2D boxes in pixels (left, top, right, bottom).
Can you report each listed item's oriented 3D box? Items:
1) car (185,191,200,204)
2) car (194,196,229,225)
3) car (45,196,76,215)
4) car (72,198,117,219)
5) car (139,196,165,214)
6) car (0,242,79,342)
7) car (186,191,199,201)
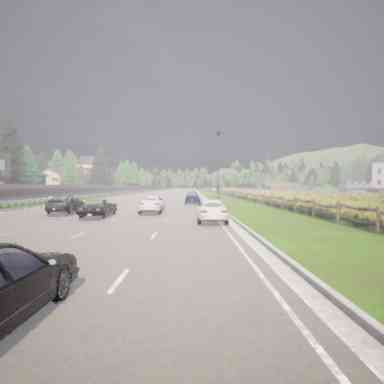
[{"bbox_3d":[0.047,0.766,43.450,1.882,1.535,5.008,0,1,0],"label":"car"},{"bbox_3d":[1.236,1.185,20.725,1.812,1.442,4.674,0,1,0],"label":"car"},{"bbox_3d":[-10.386,1.040,27.516,2.128,1.511,4.902,0,1,0],"label":"car"},{"bbox_3d":[-6.888,1.197,24.567,1.895,1.301,4.718,0,1,0],"label":"car"},{"bbox_3d":[-3.385,1.060,28.359,1.812,1.442,4.674,0,1,0],"label":"car"},{"bbox_3d":[-3.397,1.466,4.859,2.033,1.411,5.357,0,1,0],"label":"car"},{"bbox_3d":[0.030,0.576,55.946,2.128,1.511,4.902,0,1,0],"label":"car"}]
